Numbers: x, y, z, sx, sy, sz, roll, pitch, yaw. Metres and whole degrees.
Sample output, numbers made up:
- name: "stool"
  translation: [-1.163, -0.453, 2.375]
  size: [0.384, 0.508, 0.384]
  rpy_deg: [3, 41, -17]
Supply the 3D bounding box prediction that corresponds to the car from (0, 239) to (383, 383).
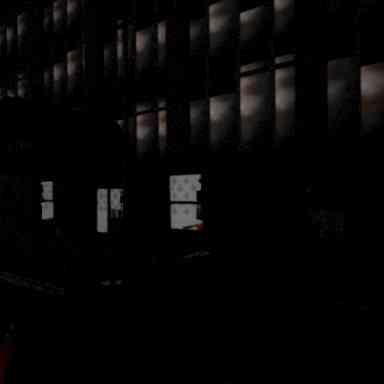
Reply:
- name: "car"
  translation: [0.540, 1.316, 2.501]
  size: [5.009, 1.841, 2.192]
  rpy_deg: [0, -1, 35]
